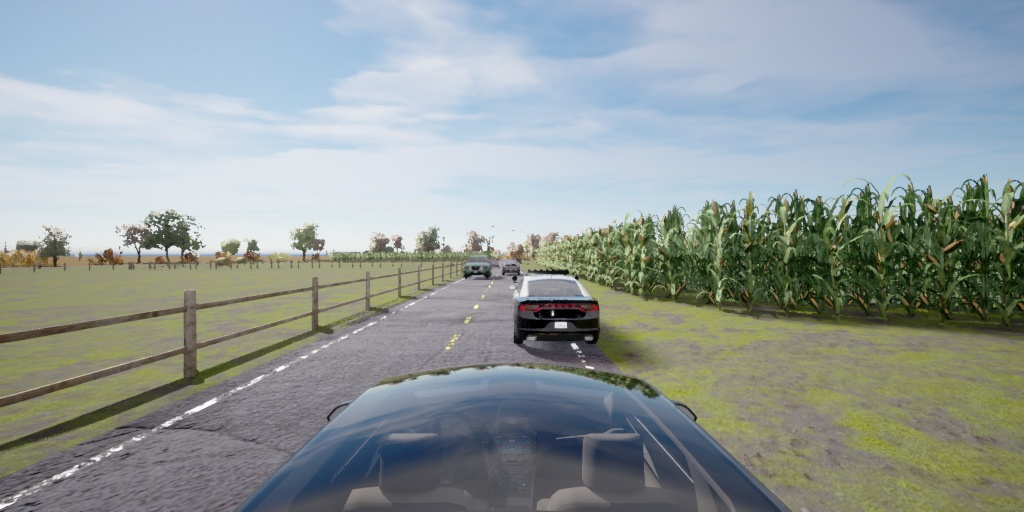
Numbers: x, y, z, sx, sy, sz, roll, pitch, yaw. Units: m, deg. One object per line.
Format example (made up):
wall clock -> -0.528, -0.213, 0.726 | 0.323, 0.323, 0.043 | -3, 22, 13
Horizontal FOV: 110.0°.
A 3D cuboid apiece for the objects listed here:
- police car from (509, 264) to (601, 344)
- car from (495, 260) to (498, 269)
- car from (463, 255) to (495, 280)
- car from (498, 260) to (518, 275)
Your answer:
police car -> 0.959, 1.175, 9.732 | 1.930, 1.638, 5.238 | 0, 0, 0
car -> -3.023, 1.316, 56.854 | 1.994, 1.385, 4.181 | 0, 0, 0
car -> -2.982, 0.971, 31.964 | 2.150, 2.045, 5.566 | 0, 0, 0
car -> -0.090, 1.241, 38.319 | 2.128, 1.511, 4.902 | 0, 0, 0
